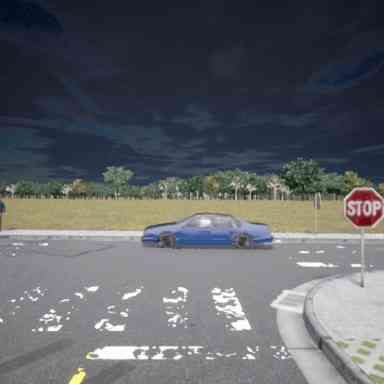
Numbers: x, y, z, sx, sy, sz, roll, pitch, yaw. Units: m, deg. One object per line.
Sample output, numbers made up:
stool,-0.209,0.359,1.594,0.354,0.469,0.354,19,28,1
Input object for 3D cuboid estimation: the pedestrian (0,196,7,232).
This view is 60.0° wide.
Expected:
pedestrian,-9.723,1.065,16.774,0.375,1.860,0.375,0,-1,0

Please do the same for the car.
car,0.644,1.582,13.946,5.357,1.411,2.033,1,0,-1
